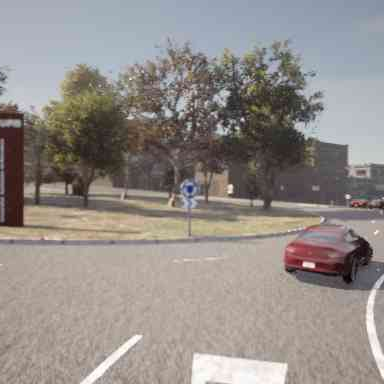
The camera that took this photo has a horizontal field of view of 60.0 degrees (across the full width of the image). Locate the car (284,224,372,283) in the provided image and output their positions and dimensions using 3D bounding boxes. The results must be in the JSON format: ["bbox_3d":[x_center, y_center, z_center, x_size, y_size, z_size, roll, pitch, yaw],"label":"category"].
[{"bbox_3d":[4.411,1.762,10.587,1.812,1.442,4.674,1,0,36],"label":"car"}]

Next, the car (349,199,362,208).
[{"bbox_3d":[24.061,1.667,47.143,1.895,1.301,4.718,4,1,44],"label":"car"}]

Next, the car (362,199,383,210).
[{"bbox_3d":[25.082,1.642,44.069,5.357,1.411,2.033,3,-2,-39],"label":"car"}]
